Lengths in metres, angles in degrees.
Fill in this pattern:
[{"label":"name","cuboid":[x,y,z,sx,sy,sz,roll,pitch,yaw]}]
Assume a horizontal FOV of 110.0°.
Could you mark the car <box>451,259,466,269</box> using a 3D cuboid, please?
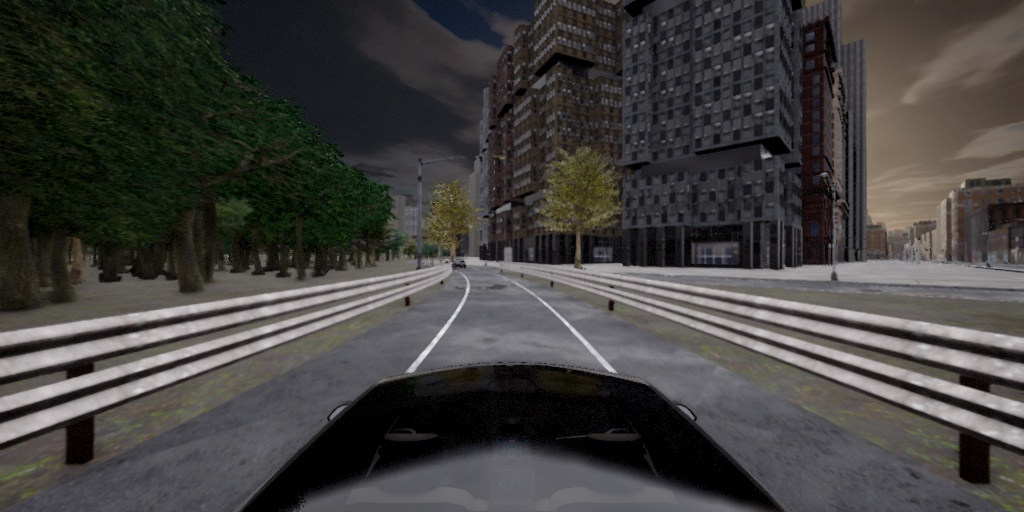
[{"label":"car","cuboid":[-8.595,1.252,57.516,1.837,1.490,4.892,0,0,-20]}]
